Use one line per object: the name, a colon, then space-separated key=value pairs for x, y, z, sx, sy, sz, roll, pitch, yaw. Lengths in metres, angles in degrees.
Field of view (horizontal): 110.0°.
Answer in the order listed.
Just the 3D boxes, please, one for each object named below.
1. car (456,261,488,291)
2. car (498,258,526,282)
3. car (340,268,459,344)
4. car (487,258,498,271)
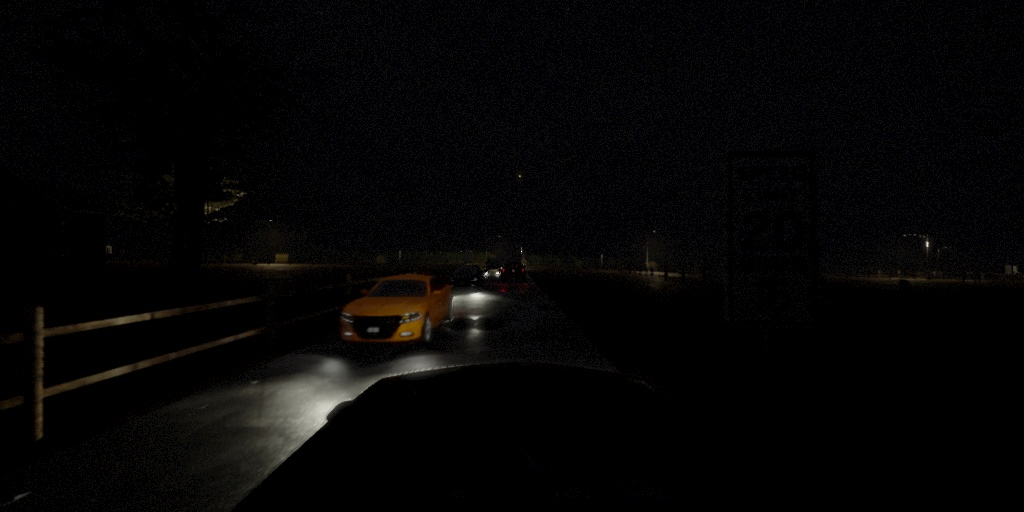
car: x=-2.831 y=1.309 z=22.941 sx=1.882 sy=1.535 sz=5.008 roll=0 pitch=-1 yaw=0
car: x=0.110 y=1.224 z=31.151 sx=2.097 sy=1.767 sz=4.553 roll=0 pitch=0 yaw=0
car: x=-2.846 y=1.254 z=9.857 sx=1.882 sy=1.535 sz=5.008 roll=0 pitch=0 yaw=0
car: x=-2.733 y=1.306 z=52.357 sx=2.150 sy=2.045 sz=5.566 roll=0 pitch=0 yaw=0
